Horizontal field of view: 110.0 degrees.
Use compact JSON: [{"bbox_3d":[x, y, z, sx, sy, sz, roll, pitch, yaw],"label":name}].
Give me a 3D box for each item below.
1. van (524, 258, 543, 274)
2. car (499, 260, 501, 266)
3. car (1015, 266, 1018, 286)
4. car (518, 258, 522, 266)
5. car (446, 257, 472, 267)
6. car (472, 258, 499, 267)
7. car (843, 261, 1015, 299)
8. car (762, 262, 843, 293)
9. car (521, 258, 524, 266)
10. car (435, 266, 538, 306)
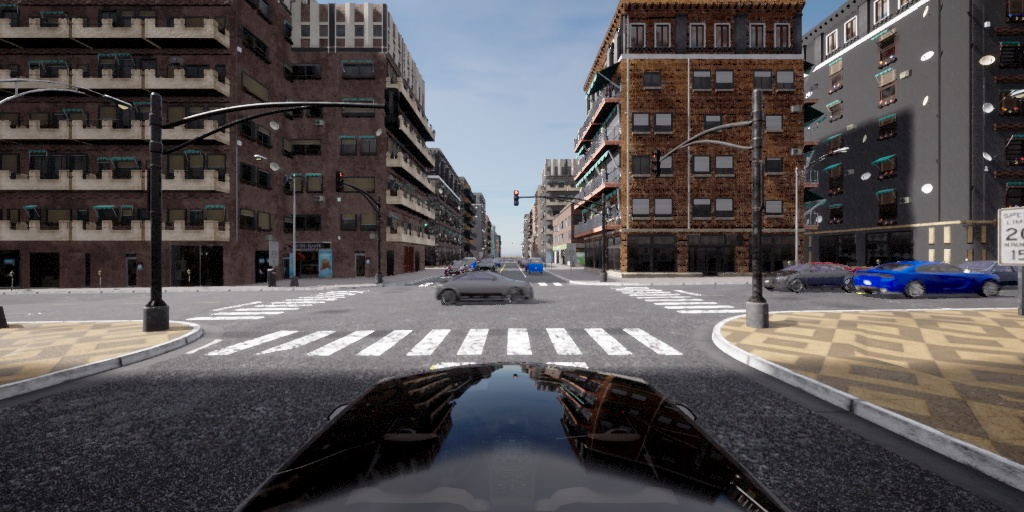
[{"bbox_3d":[2.614,1.081,40.834,1.690,1.789,3.998,0,0,0],"label":"van"},{"bbox_3d":[-2.922,1.210,62.819,1.882,1.535,5.008,0,0,1],"label":"car"},{"bbox_3d":[24.394,0.943,18.336,5.357,1.411,2.033,-1,0,0],"label":"car"},{"bbox_3d":[2.450,1.301,58.200,1.948,1.339,4.313,0,0,0],"label":"car"},{"bbox_3d":[-5.515,1.182,35.857,1.967,1.591,4.097,0,0,0],"label":"car"},{"bbox_3d":[-2.930,1.093,40.494,2.097,1.767,4.553,0,0,0],"label":"car"},{"bbox_3d":[17.792,0.965,15.468,5.008,1.535,1.882,-1,0,0],"label":"car"},{"bbox_3d":[15.026,1.088,18.310,4.181,1.385,1.994,-1,0,0],"label":"car"},{"bbox_3d":[2.565,1.283,47.038,1.888,1.381,4.507,0,0,0],"label":"car"},{"bbox_3d":[-1.166,1.311,15.422,4.181,1.385,1.994,-1,0,0],"label":"car"}]
